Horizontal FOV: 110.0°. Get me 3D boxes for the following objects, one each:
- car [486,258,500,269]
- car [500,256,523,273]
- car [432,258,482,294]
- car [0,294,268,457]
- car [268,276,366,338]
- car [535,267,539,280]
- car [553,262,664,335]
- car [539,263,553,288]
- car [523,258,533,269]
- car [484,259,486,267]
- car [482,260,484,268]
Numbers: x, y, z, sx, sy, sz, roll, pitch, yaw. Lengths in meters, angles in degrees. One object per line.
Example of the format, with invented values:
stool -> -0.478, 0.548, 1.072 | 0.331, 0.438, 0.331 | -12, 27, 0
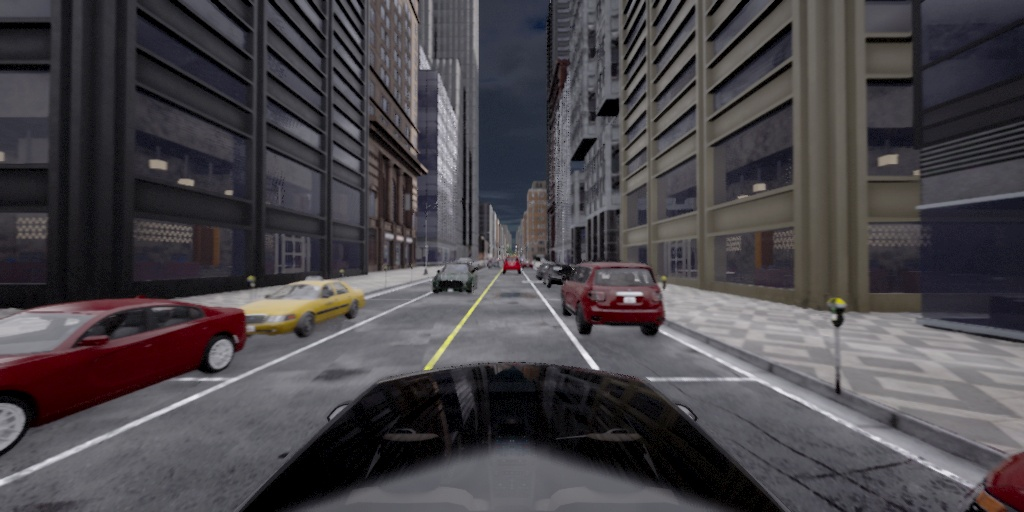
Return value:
car -> -3.073, 1.452, 61.544 | 1.994, 1.385, 4.181 | 0, 0, 1
car -> 0.010, 1.076, 44.923 | 2.150, 2.045, 5.566 | 0, 0, 1
car -> -3.112, 1.145, 20.387 | 2.097, 1.767, 4.553 | 0, 0, 0
car -> -5.860, 1.302, 4.907 | 1.888, 1.381, 4.507 | 0, 0, 0
car -> -5.864, 1.296, 10.362 | 1.751, 1.417, 4.829 | 0, 0, 0
car -> 3.128, 1.344, 31.275 | 1.812, 1.442, 4.674 | 0, 0, 0
car -> 2.662, 1.086, 10.533 | 2.192, 1.841, 5.009 | 0, 0, 0
car -> 3.129, 1.307, 24.275 | 1.837, 1.490, 4.892 | 0, 0, 0
car -> 2.628, 1.434, 61.152 | 1.888, 1.381, 4.507 | 0, 0, 0
car -> -5.898, 1.413, 60.983 | 1.751, 1.417, 4.829 | 0, 0, 0
car -> -5.895, 1.440, 55.528 | 1.948, 1.339, 4.313 | 0, 0, 0
